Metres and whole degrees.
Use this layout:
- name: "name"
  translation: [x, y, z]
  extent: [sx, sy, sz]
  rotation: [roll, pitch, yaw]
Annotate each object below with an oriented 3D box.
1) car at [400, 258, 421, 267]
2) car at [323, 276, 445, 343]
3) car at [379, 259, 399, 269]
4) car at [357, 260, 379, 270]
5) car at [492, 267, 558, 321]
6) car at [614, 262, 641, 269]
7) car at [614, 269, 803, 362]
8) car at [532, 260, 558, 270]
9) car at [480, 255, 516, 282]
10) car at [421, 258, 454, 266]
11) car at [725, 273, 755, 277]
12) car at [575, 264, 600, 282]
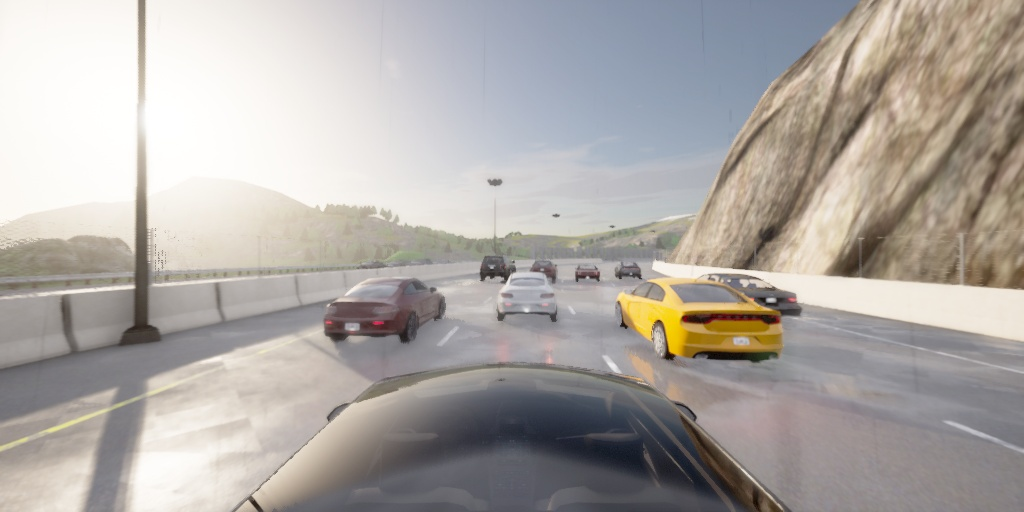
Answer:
- name: "car"
  translation: [-11.908, 1.029, 46.273]
  extent: [2.097, 1.767, 4.553]
  rotation: [0, 0, 14]
- name: "car"
  translation: [-3.119, 1.261, 9.548]
  extent: [1.812, 1.442, 4.674]
  rotation: [0, 0, 3]
- name: "car"
  translation: [-15.073, 1.161, 48.074]
  extent: [2.128, 1.511, 4.902]
  rotation: [0, 0, 15]
- name: "car"
  translation: [-18.712, 1.224, 47.931]
  extent: [1.994, 1.385, 4.181]
  rotation: [0, 0, 14]
- name: "car"
  translation: [0.554, 1.266, 12.347]
  extent: [1.812, 1.442, 4.674]
  rotation: [0, 0, 3]
- name: "car"
  translation: [10.036, 1.235, 31.259]
  extent: [2.128, 1.511, 4.902]
  rotation: [0, 0, 11]
- name: "car"
  translation: [3.830, 1.230, 8.308]
  extent: [1.882, 1.535, 5.008]
  rotation: [0, 0, 2]
- name: "car"
  translation: [2.695, 1.080, 29.946]
  extent: [2.097, 1.767, 4.553]
  rotation: [0, 0, 9]
- name: "car"
  translation: [-1.054, 0.942, 28.955]
  extent: [2.150, 2.045, 5.566]
  rotation: [0, 0, 9]
- name: "car"
  translation: [-8.798, 1.234, 44.513]
  extent: [2.033, 1.411, 5.357]
  rotation: [0, 0, 14]
- name: "car"
  translation: [7.560, 1.304, 12.710]
  extent: [2.033, 1.411, 5.357]
  rotation: [0, 0, 4]
- name: "car"
  translation: [6.103, 1.337, 29.296]
  extent: [1.895, 1.301, 4.718]
  rotation: [0, 0, 10]
